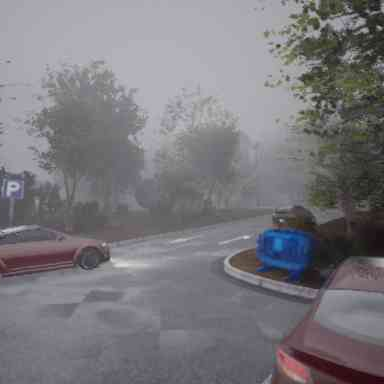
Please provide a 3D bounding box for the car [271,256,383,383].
[{"bbox_3d":[2.462,1.526,4.026,2.002,1.452,4.674,-1,-1,35],"label":"car"}]

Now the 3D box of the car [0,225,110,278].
[{"bbox_3d":[-4.649,1.701,9.969,4.181,1.385,1.994,0,-1,-37],"label":"car"}]

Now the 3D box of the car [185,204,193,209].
[{"bbox_3d":[-2.796,2.267,57.255,4.553,1.767,2.097,-3,-2,30],"label":"car"}]

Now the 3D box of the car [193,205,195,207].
[{"bbox_3d":[-2.176,2.209,60.842,5.566,2.045,2.150,-3,-2,30],"label":"car"}]

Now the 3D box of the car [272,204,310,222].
[{"bbox_3d":[7.726,1.712,25.600,1.837,1.490,4.892,-4,-2,36],"label":"car"}]
